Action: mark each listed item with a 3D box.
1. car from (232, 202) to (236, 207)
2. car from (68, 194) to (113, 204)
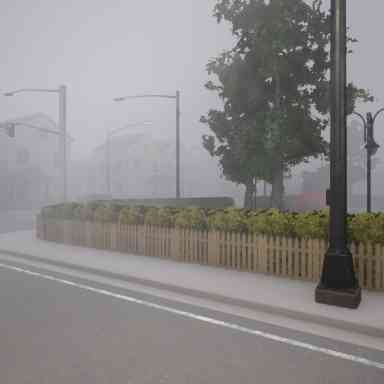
[{"bbox_3d":[4.863,1.564,49.139,1.994,1.385,4.181,0,0,35],"label":"car"},{"bbox_3d":[-10.392,1.222,33.672,2.150,2.045,5.566,0,0,35],"label":"car"}]
